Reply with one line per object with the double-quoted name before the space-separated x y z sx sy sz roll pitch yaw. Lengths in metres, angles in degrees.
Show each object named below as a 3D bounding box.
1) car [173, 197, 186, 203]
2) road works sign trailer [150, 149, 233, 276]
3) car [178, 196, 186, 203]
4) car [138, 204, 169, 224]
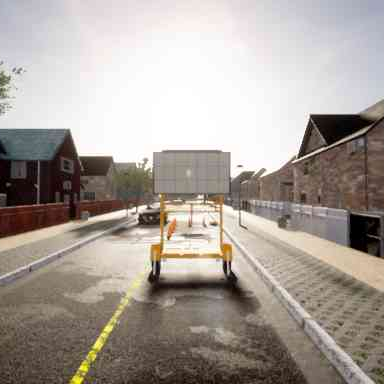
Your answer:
"car" -2.788 1.951 66.669 2.033 1.411 5.357 0 -1 0
"road works sign trailer" -0.007 0.483 10.393 2.380 3.560 2.880 0 0 1
"car" -2.786 2.061 90.461 2.097 1.767 4.553 0 -1 0
"car" -2.859 1.640 25.274 1.994 1.385 4.181 0 0 0
